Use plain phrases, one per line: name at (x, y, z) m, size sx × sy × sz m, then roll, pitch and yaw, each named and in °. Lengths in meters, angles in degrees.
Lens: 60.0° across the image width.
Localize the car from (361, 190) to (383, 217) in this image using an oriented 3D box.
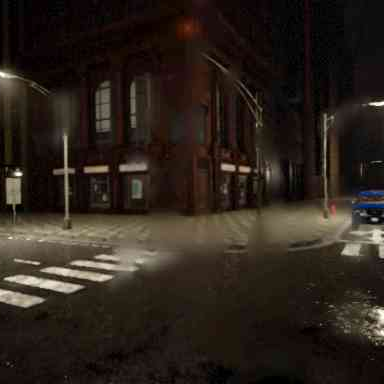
car at (15.728, 0.879, 28.332) m, size 2.150 × 2.045 × 5.566 m, roll -1°, pitch 0°, yaw 30°

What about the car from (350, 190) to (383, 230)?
car at (10.449, 0.985, 18.985) m, size 2.150 × 2.045 × 5.566 m, roll -1°, pitch 0°, yaw 30°
